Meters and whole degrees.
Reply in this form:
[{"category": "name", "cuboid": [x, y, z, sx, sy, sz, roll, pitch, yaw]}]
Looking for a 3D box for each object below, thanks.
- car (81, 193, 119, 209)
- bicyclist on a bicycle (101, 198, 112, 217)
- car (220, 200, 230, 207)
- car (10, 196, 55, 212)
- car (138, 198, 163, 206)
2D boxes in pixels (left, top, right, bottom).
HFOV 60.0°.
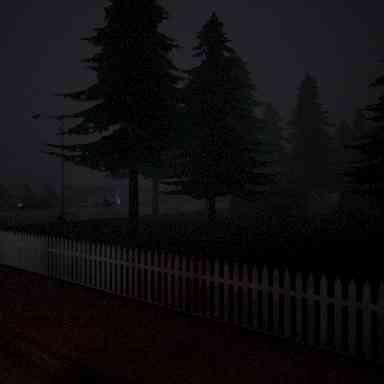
[{"category": "car", "cuboid": [-12.522, 1.221, 45.700, 2.150, 2.045, 5.566, 0, 0, 34]}, {"category": "bicyclist on a bicycle", "cuboid": [-7.164, 1.302, 27.830, 1.656, 1.620, 0.582, 0, 0, 34]}, {"category": "car", "cuboid": [4.308, 1.221, 51.448, 2.150, 2.045, 5.566, 0, 0, 34]}, {"category": "car", "cuboid": [-18.018, 1.352, 37.625, 2.097, 1.767, 4.553, 0, 0, 34]}, {"category": "car", "cuboid": [-6.785, 1.491, 54.088, 2.128, 1.511, 4.902, 0, 0, 35]}]
